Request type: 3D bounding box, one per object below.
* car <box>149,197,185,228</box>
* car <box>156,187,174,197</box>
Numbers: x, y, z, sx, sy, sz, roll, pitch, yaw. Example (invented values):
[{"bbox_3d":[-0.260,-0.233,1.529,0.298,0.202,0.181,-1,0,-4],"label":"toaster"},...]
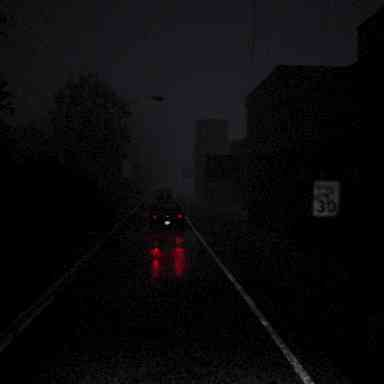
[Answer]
[{"bbox_3d":[-1.483,1.231,19.409,1.895,1.301,4.718,0,2,-5],"label":"car"},{"bbox_3d":[-3.342,0.201,41.414,2.097,1.767,4.553,0,3,-4],"label":"car"}]
